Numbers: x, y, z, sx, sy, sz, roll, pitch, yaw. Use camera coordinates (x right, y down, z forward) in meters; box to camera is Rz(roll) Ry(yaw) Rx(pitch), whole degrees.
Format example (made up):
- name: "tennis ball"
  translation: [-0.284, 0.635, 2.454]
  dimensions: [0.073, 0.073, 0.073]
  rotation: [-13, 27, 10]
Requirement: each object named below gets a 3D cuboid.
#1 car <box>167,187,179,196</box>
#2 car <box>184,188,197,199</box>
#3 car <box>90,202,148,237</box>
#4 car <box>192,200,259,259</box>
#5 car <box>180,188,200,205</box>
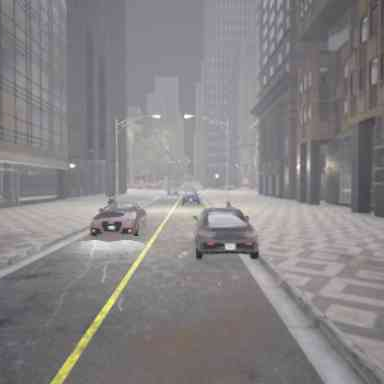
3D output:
- name: "car"
  translation: [-3.308, -0.068, 57.098]
  dimensions: [2.128, 1.511, 4.902]
  rotation: [0, 2, 0]
- name: "car"
  translation: [-0.213, 0.149, 49.594]
  dimensions: [1.837, 1.490, 4.892]
  rotation: [0, 2, 0]
- name: "car"
  translation: [-3.165, 1.150, 15.052]
  dimensions: [1.994, 1.385, 4.181]
  rotation: [0, 2, 0]
- name: "car"
  translation: [1.000, 1.218, 11.088]
  dimensions: [1.812, 1.442, 4.674]
  rotation: [0, 2, 0]
- name: "car"
  translation: [-0.103, 0.550, 35.560]
  dimensions: [1.812, 1.442, 4.674]
  rotation: [0, 2, 0]
